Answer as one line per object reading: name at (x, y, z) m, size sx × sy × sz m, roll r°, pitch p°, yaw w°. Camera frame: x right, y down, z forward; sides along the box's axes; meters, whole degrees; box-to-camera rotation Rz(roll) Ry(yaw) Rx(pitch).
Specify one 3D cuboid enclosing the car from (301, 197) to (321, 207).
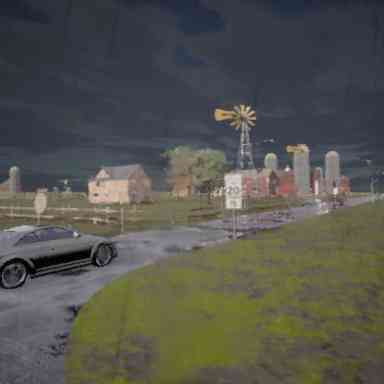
car at (16.884, 1.425, 46.997) m, size 1.994 × 1.385 × 4.181 m, roll -2°, pitch -1°, yaw 33°

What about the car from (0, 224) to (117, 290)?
car at (-4.137, 1.595, 9.391) m, size 1.994 × 1.385 × 4.181 m, roll -2°, pitch -1°, yaw 33°
